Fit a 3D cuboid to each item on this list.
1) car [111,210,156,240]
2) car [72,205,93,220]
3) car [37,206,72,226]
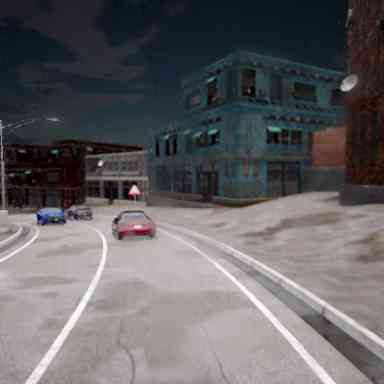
[{"bbox_3d":[-3.267,1.699,18.190,1.994,1.385,4.181,-1,-1,-18],"label":"car"},{"bbox_3d":[-12.089,2.147,35.316,2.128,1.511,4.902,-3,-1,-35],"label":"car"},{"bbox_3d":[-12.248,2.071,28.961,1.882,1.535,5.008,-2,-1,-32],"label":"car"}]
